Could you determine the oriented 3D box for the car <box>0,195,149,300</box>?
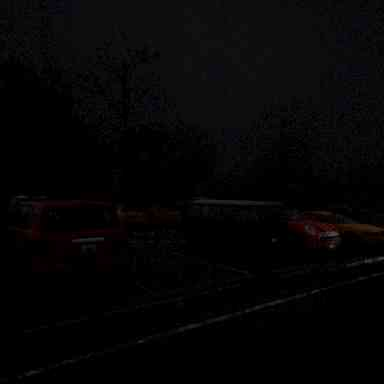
[{"bbox_3d":[-3.603,1.200,8.698,2.435,2.045,5.566,1,0,-36],"label":"car"}]

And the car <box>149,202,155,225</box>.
[{"bbox_3d":[-4.941,1.516,23.072,1.946,1.575,5.366,1,0,-36],"label":"car"}]

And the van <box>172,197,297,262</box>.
[{"bbox_3d":[1.360,1.280,12.402,1.878,1.987,4.442,1,0,-36],"label":"van"}]

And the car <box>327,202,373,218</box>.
[{"bbox_3d":[18.997,2.127,40.166,2.185,1.767,4.553,2,-1,-36],"label":"car"}]

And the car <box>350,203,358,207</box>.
[{"bbox_3d":[16.451,2.189,38.270,2.002,1.452,4.674,2,-1,-36],"label":"car"}]

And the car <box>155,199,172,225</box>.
[{"bbox_3d":[-2.784,1.552,24.630,1.946,1.575,5.366,1,-1,-36],"label":"car"}]

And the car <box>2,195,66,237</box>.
[{"bbox_3d":[-9.447,1.210,19.550,2.435,2.045,5.566,0,0,-36],"label":"car"}]

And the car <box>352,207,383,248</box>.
[{"bbox_3d":[6.359,1.586,15.645,1.946,1.575,5.366,1,-1,-36],"label":"car"}]

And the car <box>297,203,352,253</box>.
[{"bbox_3d":[3.870,1.417,14.112,2.185,1.767,4.553,1,-1,-36],"label":"car"}]

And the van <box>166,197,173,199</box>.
[{"bbox_3d":[-0.340,1.375,26.024,1.878,1.987,4.442,1,-1,-36],"label":"van"}]
